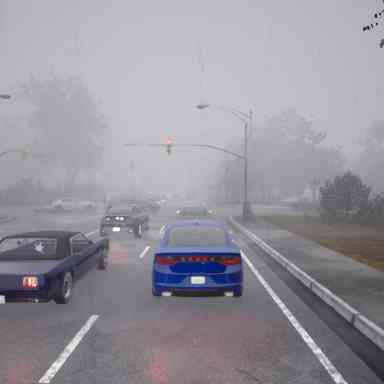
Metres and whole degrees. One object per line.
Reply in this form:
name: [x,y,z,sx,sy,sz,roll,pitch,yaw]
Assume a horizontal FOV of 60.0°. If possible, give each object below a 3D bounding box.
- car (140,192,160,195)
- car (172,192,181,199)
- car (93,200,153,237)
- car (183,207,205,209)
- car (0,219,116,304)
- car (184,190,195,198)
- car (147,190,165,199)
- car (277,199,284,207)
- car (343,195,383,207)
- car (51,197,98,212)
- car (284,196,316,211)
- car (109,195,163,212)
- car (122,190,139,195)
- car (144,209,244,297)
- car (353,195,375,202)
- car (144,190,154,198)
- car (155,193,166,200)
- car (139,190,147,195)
car: [-7.016,1.127,55.487,1.994,1.385,4.181,0,1,0]
car: [-3.584,0.850,78.172,2.033,1.411,5.357,0,1,-2]
car: [-3.376,1.402,17.272,1.837,1.490,4.892,0,0,0]
car: [0.123,1.459,17.549,1.994,1.385,4.181,0,0,0]
car: [-3.388,1.573,8.020,1.895,1.301,4.718,0,0,0]
car: [-0.354,0.419,85.440,2.150,2.045,5.566,0,1,-4]
car: [-6.976,0.956,64.295,1.882,1.535,5.008,0,1,0]
car: [13.283,1.200,42.801,4.674,1.442,1.812,0,1,-3]
car: [22.471,1.175,43.309,4.892,1.490,1.837,0,1,-3]
car: [-12.022,1.275,34.196,4.674,1.442,1.812,0,1,-3]
car: [12.745,1.338,35.561,4.718,1.301,1.895,0,1,-3]
car: [-5.397,1.268,31.053,4.902,1.511,2.128,0,1,-3]
car: [-10.545,0.930,53.876,2.097,1.767,4.553,0,0,1]
car: [0.113,1.446,8.567,1.882,1.535,5.008,0,0,0]
car: [17.355,1.118,32.309,4.553,1.767,2.097,0,1,-3]
car: [-10.806,0.445,84.255,2.150,2.045,5.566,0,1,-3]
car: [-6.997,0.957,74.320,1.895,1.301,4.718,0,1,-1]
car: [-10.474,0.709,63.460,2.150,2.045,5.566,0,1,0]
